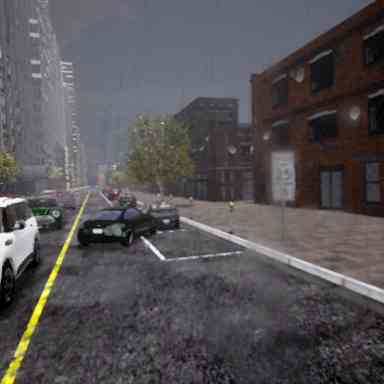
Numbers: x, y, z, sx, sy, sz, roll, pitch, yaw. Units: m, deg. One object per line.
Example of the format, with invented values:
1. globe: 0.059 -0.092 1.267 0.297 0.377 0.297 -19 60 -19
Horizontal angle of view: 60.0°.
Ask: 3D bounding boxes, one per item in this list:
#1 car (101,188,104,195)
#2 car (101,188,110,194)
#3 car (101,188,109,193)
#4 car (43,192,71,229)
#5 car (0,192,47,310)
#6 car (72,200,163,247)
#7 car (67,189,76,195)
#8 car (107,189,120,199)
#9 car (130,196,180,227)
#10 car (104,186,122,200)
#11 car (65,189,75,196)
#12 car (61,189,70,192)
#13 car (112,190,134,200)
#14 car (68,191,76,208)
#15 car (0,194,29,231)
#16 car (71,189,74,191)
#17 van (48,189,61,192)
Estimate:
1. car: -19.377 -0.402 76.014 2.192 1.841 5.009 -4 2 -16
2. car: -22.527 -0.383 86.628 1.947 1.339 4.313 -4 2 -16
3. car: -24.108 -0.482 91.931 1.802 1.307 4.206 -4 2 -16
4. car: -8.310 1.109 18.743 2.097 1.767 4.553 -3 2 -17
5. car: -5.042 1.217 7.760 2.150 2.045 5.566 -3 2 -16
6. car: -2.927 1.275 13.762 1.994 1.385 4.181 -2 2 12
7. car: -30.508 -0.033 84.090 1.752 1.417 4.829 -4 2 -16
8. car: -13.087 0.265 54.975 1.752 1.417 4.829 -4 2 -16
9. car: -1.841 1.094 17.733 2.008 1.369 4.403 -4 2 -16
10. car: -11.468 0.174 49.502 2.192 1.841 5.009 -4 2 -16
11. car: -28.927 0.083 78.787 1.752 1.417 4.829 -4 2 -16
12. car: -21.077 0.446 52.428 2.192 1.841 5.009 -4 2 -16
13. car: -6.489 0.770 32.902 2.008 1.369 4.403 -4 2 -16
14. car: -12.423 1.003 32.655 2.033 1.411 5.357 -3 2 -16
15. car: -11.476 1.156 19.886 2.192 1.841 5.009 -4 2 -16
16. car: -25.810 0.329 68.345 1.887 1.381 4.507 -4 2 -16
17. van: -17.912 0.703 41.824 1.690 1.788 3.998 -4 2 -16
